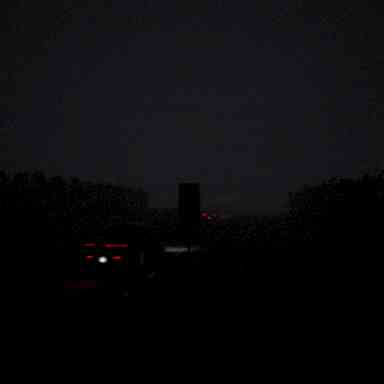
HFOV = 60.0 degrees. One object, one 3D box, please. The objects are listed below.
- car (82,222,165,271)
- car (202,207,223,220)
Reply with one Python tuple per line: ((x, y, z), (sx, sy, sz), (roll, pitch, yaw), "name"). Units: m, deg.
((-2.328, 1.871, 12.424), (1.837, 1.490, 4.892), (0, -2, 9), "car")
((2.485, 2.946, 42.936), (1.895, 1.301, 4.718), (0, -2, 9), "car")
